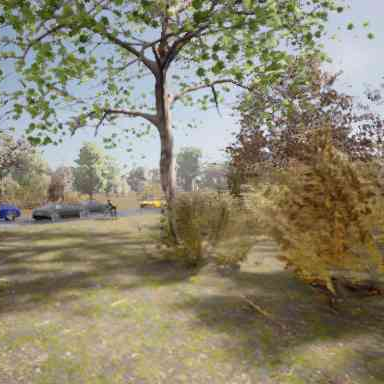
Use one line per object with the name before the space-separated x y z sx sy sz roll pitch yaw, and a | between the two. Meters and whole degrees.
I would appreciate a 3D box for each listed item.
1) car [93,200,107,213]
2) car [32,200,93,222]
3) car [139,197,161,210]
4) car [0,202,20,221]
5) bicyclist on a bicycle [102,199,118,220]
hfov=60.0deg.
car | -10.298 1.502 32.925 1.994 1.385 4.181 0 0 26
car | -10.194 1.500 25.953 1.994 1.385 4.181 0 0 27
car | -4.992 1.428 43.469 1.882 1.535 5.008 0 0 27
car | -14.785 1.453 23.965 1.812 1.442 4.674 0 0 27
bicyclist on a bicycle | -6.482 1.400 26.361 1.656 1.620 0.582 0 0 27
